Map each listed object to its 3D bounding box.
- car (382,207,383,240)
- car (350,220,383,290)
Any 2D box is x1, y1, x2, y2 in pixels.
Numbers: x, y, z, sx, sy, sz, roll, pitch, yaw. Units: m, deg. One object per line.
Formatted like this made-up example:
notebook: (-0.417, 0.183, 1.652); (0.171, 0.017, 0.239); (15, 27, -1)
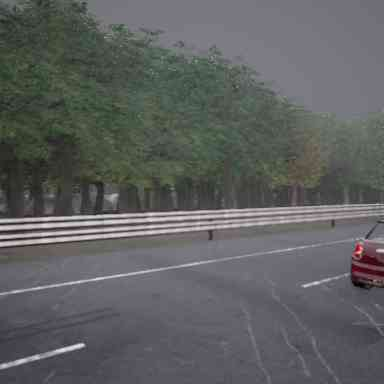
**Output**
car: (11.624, 1.495, 16.338); (4.902, 1.511, 2.128); (0, 0, -36)
car: (5.786, 1.352, 7.876); (4.553, 1.767, 2.097); (0, 0, -36)
